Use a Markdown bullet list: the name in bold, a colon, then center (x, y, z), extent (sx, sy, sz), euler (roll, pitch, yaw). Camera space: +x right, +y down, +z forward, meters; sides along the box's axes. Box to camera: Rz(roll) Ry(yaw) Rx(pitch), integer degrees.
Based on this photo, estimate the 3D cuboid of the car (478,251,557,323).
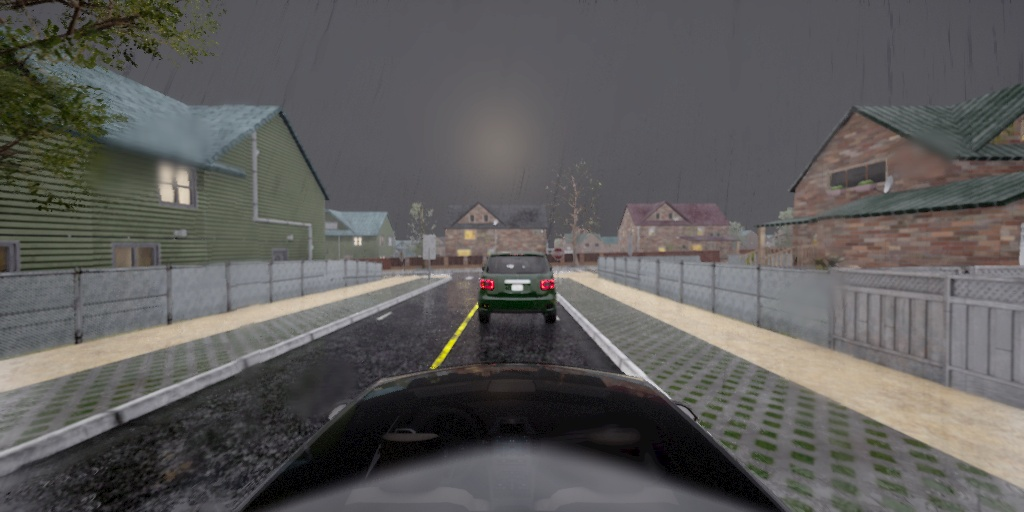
- **car**: center (0.163, 0.855, 11.676), extent (2.150, 2.045, 5.566), euler (0, 1, 1)
